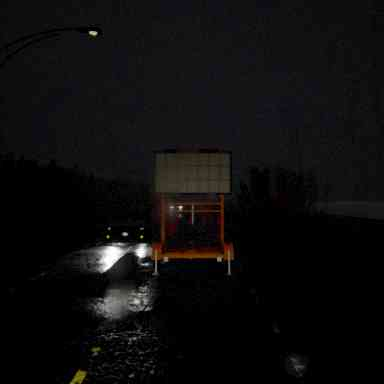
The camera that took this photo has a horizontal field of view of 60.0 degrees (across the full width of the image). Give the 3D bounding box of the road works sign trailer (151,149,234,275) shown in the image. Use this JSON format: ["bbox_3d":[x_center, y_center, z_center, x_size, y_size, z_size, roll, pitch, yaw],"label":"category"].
[{"bbox_3d":[0.022,0.471,10.427,2.380,3.560,2.880,0,0,0],"label":"road works sign trailer"}]

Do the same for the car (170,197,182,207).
[{"bbox_3d":[-2.637,1.616,54.715,1.812,1.442,4.674,0,0,0],"label":"car"}]

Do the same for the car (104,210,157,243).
[{"bbox_3d":[-2.818,1.577,15.966,1.994,1.385,4.181,0,0,0],"label":"car"}]
